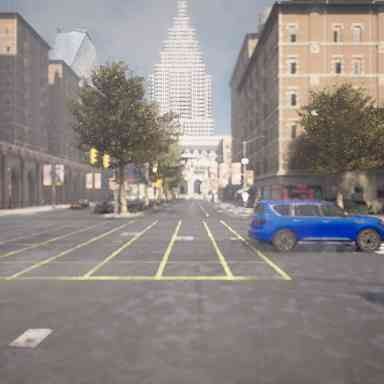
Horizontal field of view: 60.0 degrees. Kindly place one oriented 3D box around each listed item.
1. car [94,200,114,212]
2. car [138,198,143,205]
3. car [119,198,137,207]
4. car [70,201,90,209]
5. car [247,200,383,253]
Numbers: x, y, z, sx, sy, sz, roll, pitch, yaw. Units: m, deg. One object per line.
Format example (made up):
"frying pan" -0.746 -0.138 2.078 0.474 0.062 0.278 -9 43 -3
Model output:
"car" -11.593 1.900 44.146 1.837 1.490 4.892 0 0 0
"car" -11.495 2.124 69.886 1.837 1.490 4.892 0 -1 0
"car" -11.542 2.079 59.494 2.033 1.411 5.357 0 -1 0
"car" -18.245 2.080 54.210 1.895 1.301 4.718 0 -1 0
"car" 5.107 1.349 13.908 5.566 2.045 2.150 0 -1 0
